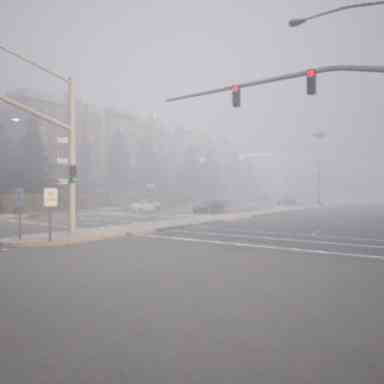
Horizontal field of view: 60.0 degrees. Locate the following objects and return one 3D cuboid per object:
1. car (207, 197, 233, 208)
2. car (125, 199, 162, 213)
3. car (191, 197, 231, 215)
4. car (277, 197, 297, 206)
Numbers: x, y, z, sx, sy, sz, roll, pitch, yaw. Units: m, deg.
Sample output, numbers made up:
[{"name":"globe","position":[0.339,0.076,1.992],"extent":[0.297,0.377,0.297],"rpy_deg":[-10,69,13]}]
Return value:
[{"name":"car","position":[4.277,1.510,50.132],"extent":[1.812,1.442,4.674],"rpy_deg":[0,0,35]},{"name":"car","position":[-5.252,1.509,36.566],"extent":[1.812,1.442,4.674],"rpy_deg":[0,0,35]},{"name":"car","position":[1.844,1.493,34.494],"extent":[1.837,1.490,4.892],"rpy_deg":[0,0,35]},{"name":"car","position":[15.358,1.482,53.689],"extent":[2.128,1.511,4.902],"rpy_deg":[0,0,36]}]
